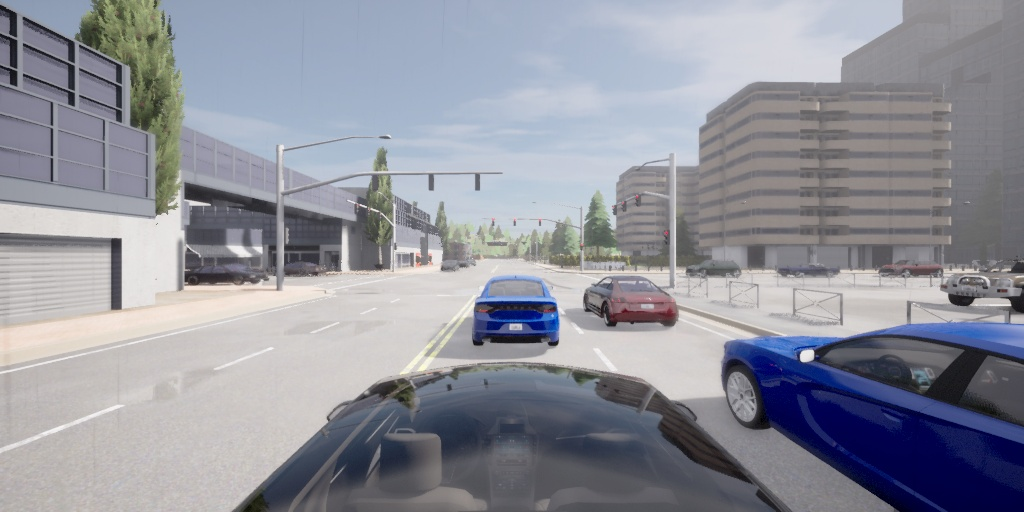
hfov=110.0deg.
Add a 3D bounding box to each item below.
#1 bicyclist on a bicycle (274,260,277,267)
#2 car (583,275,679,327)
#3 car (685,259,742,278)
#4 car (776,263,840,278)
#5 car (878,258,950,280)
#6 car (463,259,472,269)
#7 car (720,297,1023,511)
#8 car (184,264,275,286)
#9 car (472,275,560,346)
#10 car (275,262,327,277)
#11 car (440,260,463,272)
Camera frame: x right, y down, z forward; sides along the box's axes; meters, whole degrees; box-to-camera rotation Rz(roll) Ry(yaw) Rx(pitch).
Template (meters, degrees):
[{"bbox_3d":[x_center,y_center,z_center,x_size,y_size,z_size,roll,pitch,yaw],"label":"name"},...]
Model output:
[{"bbox_3d":[-25.837,1.053,39.663,0.582,1.620,1.656,0,0,-1],"label":"bicyclist on a bicycle"},{"bbox_3d":[3.603,1.314,11.578,1.994,1.385,4.181,0,0,0],"label":"car"},{"bbox_3d":[18.689,1.102,33.411,4.553,1.767,2.097,0,0,-1],"label":"car"},{"bbox_3d":[27.676,1.351,33.595,4.718,1.301,1.895,0,0,-1],"label":"car"},{"bbox_3d":[37.472,1.102,33.781,4.553,1.767,2.097,0,0,-1],"label":"car"},{"bbox_3d":[-7.990,1.351,57.345,1.895,1.301,4.718,0,0,-1],"label":"car"},{"bbox_3d":[3.603,1.228,2.594,1.882,1.535,5.008,0,0,0],"label":"car"},{"bbox_3d":[-19.937,1.297,24.758,5.357,1.411,2.033,0,0,-1],"label":"car"},{"bbox_3d":[0.095,1.228,9.446,1.882,1.535,5.008,0,0,0],"label":"car"},{"bbox_3d":[-21.078,1.297,35.185,5.357,1.411,2.033,0,0,4],"label":"car"},{"bbox_3d":[-7.861,1.255,45.516,1.837,1.490,4.892,0,0,1],"label":"car"}]
